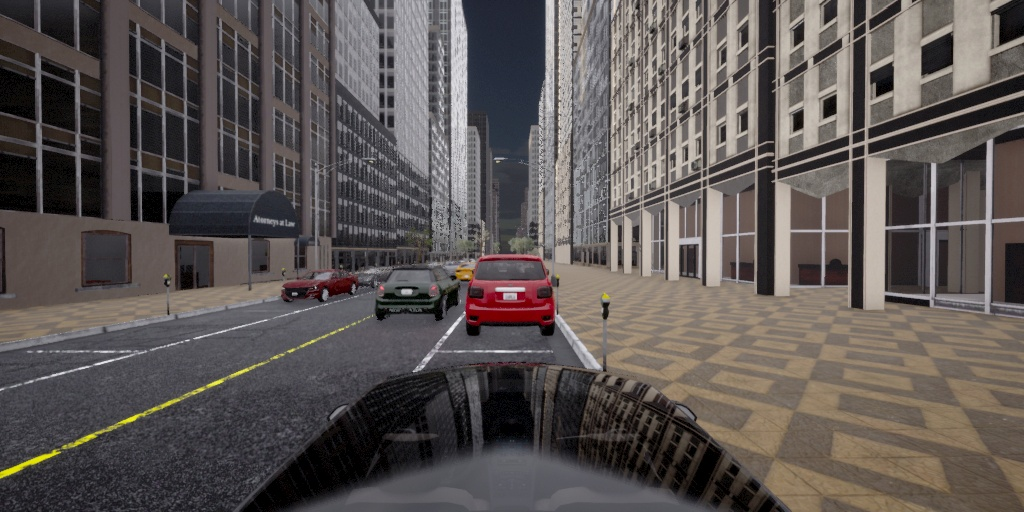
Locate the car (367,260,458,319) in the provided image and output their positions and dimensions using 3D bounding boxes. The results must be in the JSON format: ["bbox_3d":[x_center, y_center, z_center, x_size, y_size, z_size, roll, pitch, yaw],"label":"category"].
[{"bbox_3d":[-3.148,1.101,12.849,2.097,1.767,4.553,0,0,0],"label":"car"}]

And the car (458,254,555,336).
[{"bbox_3d":[-0.039,0.976,10.531,2.150,2.045,5.566,0,0,0],"label":"car"}]

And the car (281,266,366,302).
[{"bbox_3d":[-8.837,1.292,16.839,1.888,1.381,4.507,0,0,0],"label":"car"}]

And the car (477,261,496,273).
[{"bbox_3d":[-3.058,1.306,44.054,1.994,1.385,4.181,0,0,0],"label":"car"}]

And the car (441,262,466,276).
[{"bbox_3d":[-6.226,1.344,38.600,1.895,1.301,4.718,0,0,0],"label":"car"}]

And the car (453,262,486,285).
[{"bbox_3d":[-3.063,1.223,26.912,1.882,1.535,5.008,0,0,1],"label":"car"}]
